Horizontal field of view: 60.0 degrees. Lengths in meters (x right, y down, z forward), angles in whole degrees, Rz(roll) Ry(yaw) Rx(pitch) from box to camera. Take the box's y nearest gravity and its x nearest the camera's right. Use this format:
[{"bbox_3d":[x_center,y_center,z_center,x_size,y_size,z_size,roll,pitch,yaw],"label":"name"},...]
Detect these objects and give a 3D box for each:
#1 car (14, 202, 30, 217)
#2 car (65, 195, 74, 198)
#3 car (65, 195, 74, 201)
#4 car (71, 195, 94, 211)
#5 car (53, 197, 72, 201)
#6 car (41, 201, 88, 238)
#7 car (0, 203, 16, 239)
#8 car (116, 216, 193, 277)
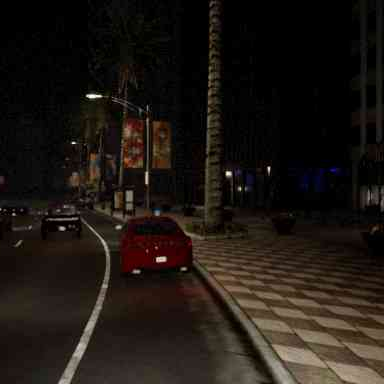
[{"bbox_3d":[-15.916,1.588,30.199,1.895,1.301,4.718,0,0,-22],"label":"car"},{"bbox_3d":[-24.412,1.335,67.836,2.185,1.767,4.553,0,0,-23],"label":"car"},{"bbox_3d":[-32.534,1.488,88.208,2.161,1.482,4.786,0,0,-23],"label":"car"},{"bbox_3d":[-13.162,1.471,40.701,2.231,1.521,4.892,0,0,-23],"label":"car"},{"bbox_3d":[-12.922,1.515,32.138,1.812,1.442,4.674,0,0,-22],"label":"car"},{"bbox_3d":[-7.003,1.488,17.869,2.128,1.511,4.902,0,0,-22],"label":"car"},{"bbox_3d":[-10.396,1.517,16.928,1.812,1.442,4.674,0,0,-22],"label":"car"},{"bbox_3d":[-1.321,1.477,10.433,1.882,1.535,5.008,0,0,-13],"label":"car"}]
